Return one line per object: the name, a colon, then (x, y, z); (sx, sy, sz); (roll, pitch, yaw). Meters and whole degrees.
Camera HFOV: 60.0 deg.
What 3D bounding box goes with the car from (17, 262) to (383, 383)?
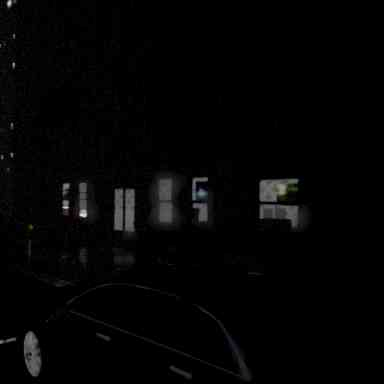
car: (-0.226, 1.577, 3.712); (4.892, 1.490, 1.837); (0, -1, 41)
